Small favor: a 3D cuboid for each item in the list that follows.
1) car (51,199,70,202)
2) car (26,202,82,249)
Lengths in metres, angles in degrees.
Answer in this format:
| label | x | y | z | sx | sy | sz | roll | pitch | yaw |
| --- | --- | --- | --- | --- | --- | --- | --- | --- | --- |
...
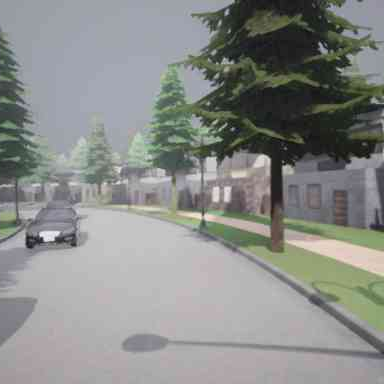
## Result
| label | x | y | z | sx | sy | sz | roll | pitch | yaw |
| --- | --- | --- | --- | --- | --- | --- | --- | --- | --- |
| car | -10.763 | 1.367 | 27.309 | 2.128 | 1.511 | 4.902 | -1 | 1 | -28 |
| car | -5.847 | 1.426 | 14.443 | 2.128 | 1.511 | 4.902 | -1 | 1 | -16 |
